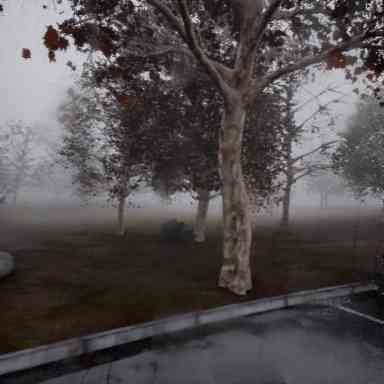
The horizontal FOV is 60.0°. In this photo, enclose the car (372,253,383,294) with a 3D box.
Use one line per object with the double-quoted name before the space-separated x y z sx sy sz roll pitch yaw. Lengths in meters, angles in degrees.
"car" 5.993 1.522 6.999 4.892 1.521 2.231 0 0 -25
